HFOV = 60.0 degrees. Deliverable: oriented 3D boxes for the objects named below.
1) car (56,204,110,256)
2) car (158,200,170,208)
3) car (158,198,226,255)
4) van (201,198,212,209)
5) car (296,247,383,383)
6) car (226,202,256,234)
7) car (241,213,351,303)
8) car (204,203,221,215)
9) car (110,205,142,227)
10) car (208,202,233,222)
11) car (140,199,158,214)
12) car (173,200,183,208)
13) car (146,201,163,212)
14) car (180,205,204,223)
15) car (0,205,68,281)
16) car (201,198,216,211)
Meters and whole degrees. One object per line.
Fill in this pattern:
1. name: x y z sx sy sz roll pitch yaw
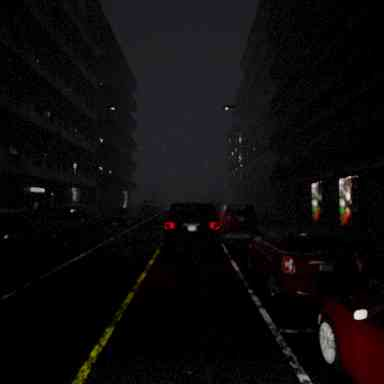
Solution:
1. car: -5.293 1.457 13.982 2.192 1.841 5.009 1 -1 0
2. car: -5.308 2.311 63.754 1.802 1.307 4.206 1 -1 0
3. car: -0.001 1.359 14.037 2.150 2.045 5.566 0 0 0
4. van: 2.545 1.996 58.172 1.690 1.788 3.998 1 -1 0
5. car: 2.584 1.574 2.860 1.887 1.381 4.507 1 -1 0
6. car: 2.552 1.513 19.455 2.192 1.841 5.009 1 -1 0
7. car: 2.593 1.525 8.392 1.967 1.590 4.097 1 -1 0
8. car: 2.543 2.029 41.576 1.802 1.307 4.206 1 -1 0
9. car: -5.301 1.824 25.042 1.947 1.339 4.313 1 -1 0
10. car: 2.547 1.759 30.516 1.967 1.590 4.097 1 -1 0
11. car: -5.298 1.763 41.633 2.192 1.841 5.009 1 -1 0
12. car: -2.774 2.286 66.086 1.837 1.490 4.892 0 -1 0
13. car: -5.304 2.060 47.162 1.887 1.381 4.507 1 -1 0
14. car: 0.001 1.870 29.316 1.994 1.385 4.181 0 -1 0
15. car: -5.292 1.401 8.453 2.192 1.841 5.009 1 -1 0
16. car: 2.547 1.899 52.641 2.192 1.841 5.009 1 -1 0
